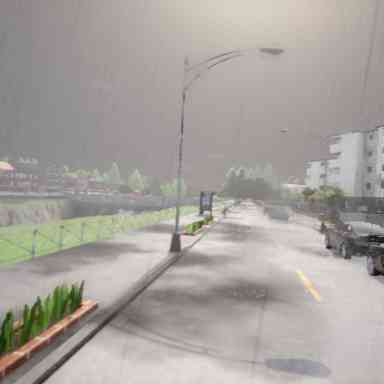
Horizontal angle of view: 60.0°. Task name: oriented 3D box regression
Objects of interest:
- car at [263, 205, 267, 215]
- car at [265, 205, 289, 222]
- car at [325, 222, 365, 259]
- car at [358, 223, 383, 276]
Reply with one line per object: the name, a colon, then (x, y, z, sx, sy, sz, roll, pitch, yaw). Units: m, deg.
car: (11.657, 2.700, 49.534, 1.882, 1.535, 5.008, 3, -1, 9)
car: (9.878, 2.556, 38.064, 1.994, 1.385, 4.181, 3, -1, 10)
car: (7.384, 2.097, 14.939, 1.837, 1.490, 4.892, 3, -1, 9)
car: (6.447, 1.949, 9.014, 1.882, 1.535, 5.008, 3, -1, 9)
